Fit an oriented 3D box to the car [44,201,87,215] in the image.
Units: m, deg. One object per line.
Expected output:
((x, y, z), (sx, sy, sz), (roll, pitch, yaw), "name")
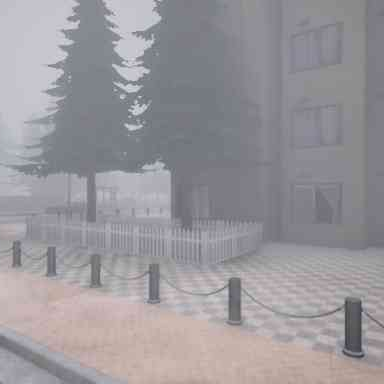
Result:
((-11.763, 1.574, 32.250), (1.895, 1.301, 4.718), (0, 0, 37), "car")
